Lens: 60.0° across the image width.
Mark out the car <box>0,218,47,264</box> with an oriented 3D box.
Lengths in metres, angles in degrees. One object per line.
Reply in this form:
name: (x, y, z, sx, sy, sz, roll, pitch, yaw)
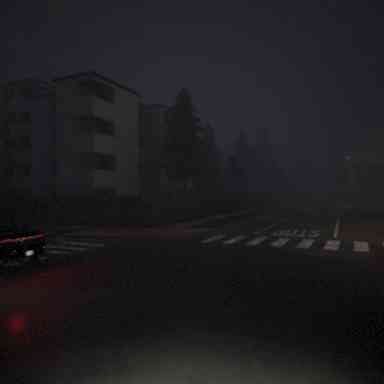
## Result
car: (-6.923, 1.595, 10.695, 4.902, 1.511, 2.128, -1, 0, 25)
